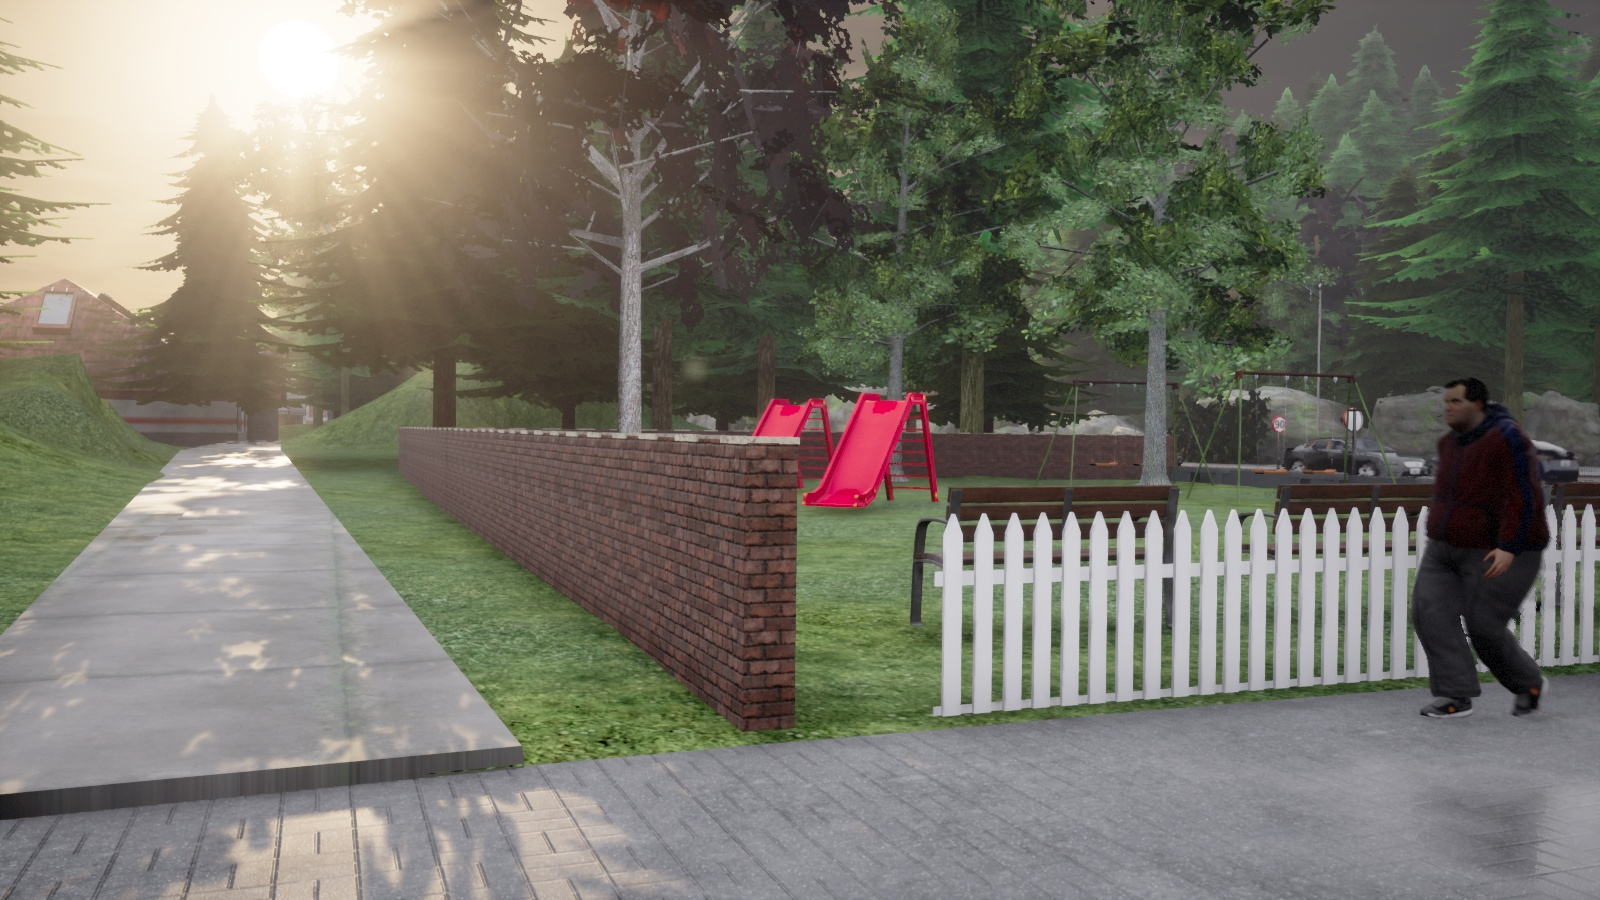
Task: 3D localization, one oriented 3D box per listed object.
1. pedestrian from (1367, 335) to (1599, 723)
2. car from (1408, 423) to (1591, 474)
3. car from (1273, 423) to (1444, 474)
[{"bbox_3d":[3.482,0.366,6.364,0.899,1.844,0.634,-1,1,-14],"label":"pedestrian"},{"bbox_3d":[22.002,-0.086,39.722,2.163,1.488,4.792,-1,1,-21],"label":"car"},{"bbox_3d":[17.630,-0.087,39.960,2.128,1.511,4.902,-1,1,-21],"label":"car"}]
